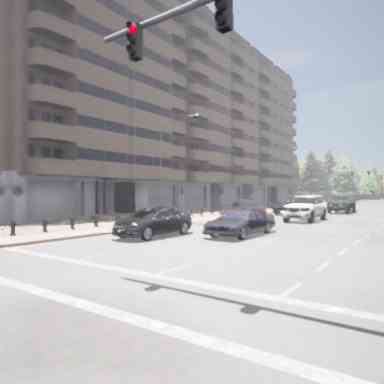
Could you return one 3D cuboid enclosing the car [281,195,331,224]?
[{"bbox_3d":[8.906,1.271,26.157,2.150,2.045,5.566,0,0,36],"label":"car"}]

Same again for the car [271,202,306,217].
[{"bbox_3d":[9.704,1.673,33.197,1.895,1.301,4.718,0,0,36],"label":"car"}]

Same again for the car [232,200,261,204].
[{"bbox_3d":[3.862,1.406,25.166,2.097,1.767,4.553,0,0,36],"label":"car"}]

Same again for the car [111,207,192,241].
[{"bbox_3d":[-1.919,1.540,17.070,1.837,1.490,4.892,0,0,35],"label":"car"}]

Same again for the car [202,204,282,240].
[{"bbox_3d":[2.662,1.578,17.499,2.033,1.411,5.357,0,0,35],"label":"car"}]

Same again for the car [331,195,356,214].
[{"bbox_3d":[16.322,1.296,36.324,2.150,2.045,5.566,0,0,36],"label":"car"}]
